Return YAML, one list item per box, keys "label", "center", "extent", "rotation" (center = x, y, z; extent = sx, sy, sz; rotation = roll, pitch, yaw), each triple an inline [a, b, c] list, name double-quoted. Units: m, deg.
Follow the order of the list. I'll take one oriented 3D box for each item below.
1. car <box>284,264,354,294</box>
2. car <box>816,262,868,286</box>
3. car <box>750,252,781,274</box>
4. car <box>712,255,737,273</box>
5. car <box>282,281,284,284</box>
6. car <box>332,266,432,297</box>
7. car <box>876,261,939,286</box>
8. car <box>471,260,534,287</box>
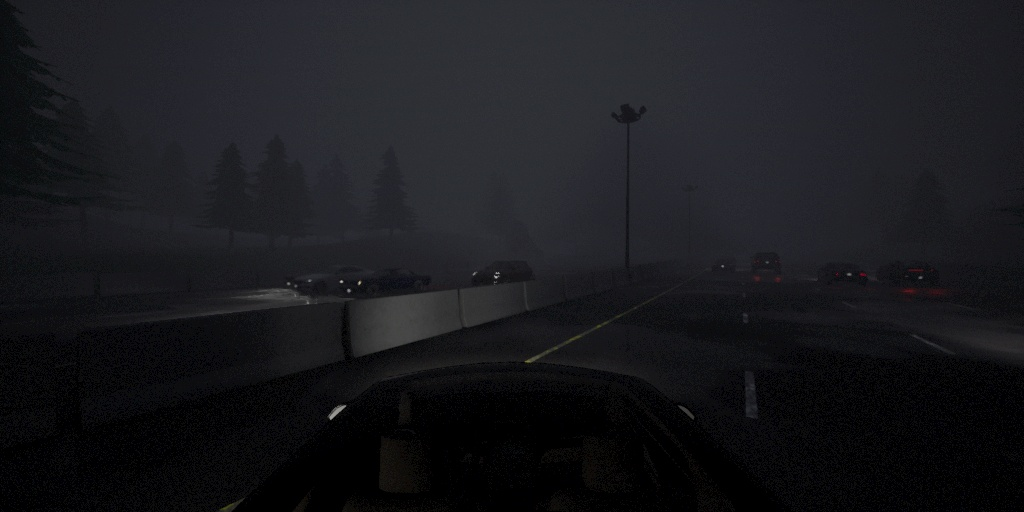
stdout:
- label: "car"
  center: [-9.827, 1.246, 20.337]
  extent: [1.812, 1.442, 4.674]
  rotation: [0, 0, 33]
- label: "car"
  center: [21.543, 1.116, 23.545]
  extent: [2.033, 1.411, 5.357]
  rotation: [0, 1, 33]
- label: "car"
  center: [24.460, 0.619, 34.604]
  extent: [2.150, 2.045, 5.566]
  rotation: [0, 1, 32]
- label: "car"
  center: [21.889, 0.947, 37.085]
  extent: [1.994, 1.385, 4.181]
  rotation: [0, 1, 33]
- label: "car"
  center: [-11.885, 1.258, 23.616]
  extent: [2.033, 1.411, 5.357]
  rotation: [0, 0, 33]
- label: "car"
  center: [-6.574, 1.321, 18.929]
  extent: [1.895, 1.301, 4.718]
  rotation: [0, 0, 33]
- label: "car"
  center: [25.532, 1.037, 23.289]
  extent: [2.128, 1.511, 4.902]
  rotation: [0, 1, 33]
- label: "car"
  center: [-0.491, 1.041, 21.937]
  extent: [2.097, 1.767, 4.553]
  rotation: [0, 0, 33]
